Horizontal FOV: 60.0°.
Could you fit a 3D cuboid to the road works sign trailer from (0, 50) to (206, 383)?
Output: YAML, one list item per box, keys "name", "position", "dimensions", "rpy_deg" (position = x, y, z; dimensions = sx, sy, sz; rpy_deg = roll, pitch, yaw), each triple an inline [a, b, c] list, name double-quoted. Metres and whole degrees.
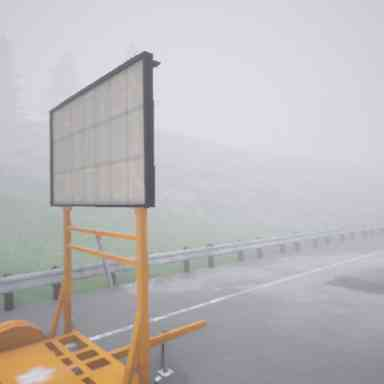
- name: "road works sign trailer"
  position: [-0.927, 0.564, 3.802]
  dimensions: [2.880, 3.560, 2.380]
  rpy_deg: [0, -1, -41]
